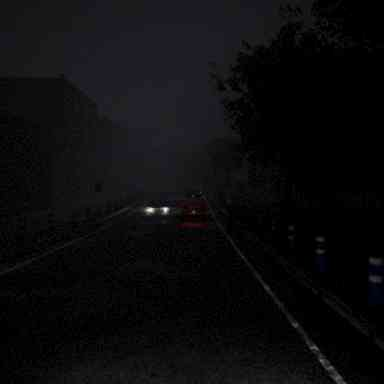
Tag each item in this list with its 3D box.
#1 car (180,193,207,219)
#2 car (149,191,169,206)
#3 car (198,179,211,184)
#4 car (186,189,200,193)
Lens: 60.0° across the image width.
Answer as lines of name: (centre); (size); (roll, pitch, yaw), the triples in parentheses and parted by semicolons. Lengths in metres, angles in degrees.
car: (0.109, 1.162, 25.679); (1.882, 1.535, 5.008); (0, 2, 0)
car: (-3.580, 0.659, 36.444); (1.882, 1.535, 5.008); (0, 3, 0)
car: (2.655, -2.408, 77.946); (1.812, 1.442, 4.674); (1, 5, 38)
car: (0.116, 0.320, 43.063); (1.994, 1.385, 4.181); (0, 4, 0)
